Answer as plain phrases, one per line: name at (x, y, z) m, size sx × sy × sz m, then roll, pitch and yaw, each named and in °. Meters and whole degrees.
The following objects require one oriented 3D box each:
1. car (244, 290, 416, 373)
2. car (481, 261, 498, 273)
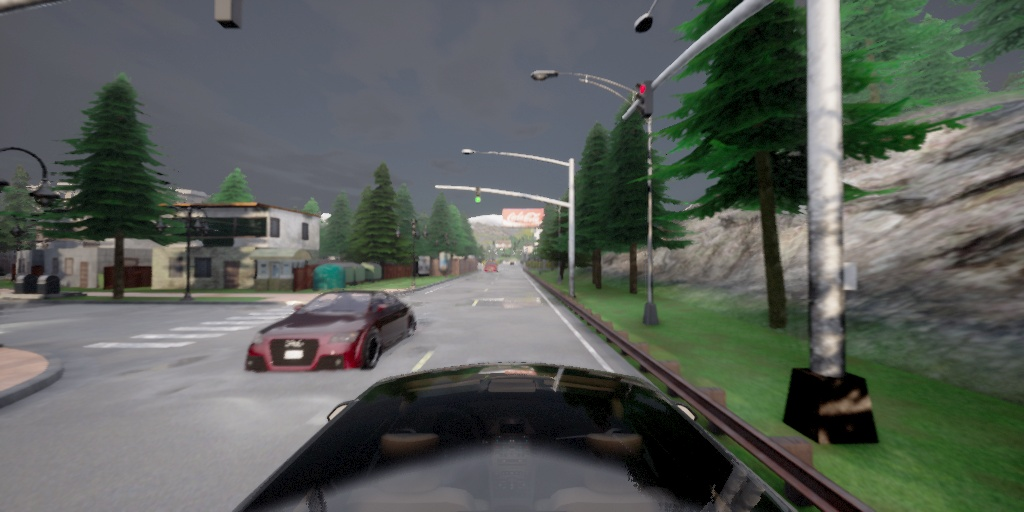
car at (-3.508, 1.441, 7.761) m, size 1.994 × 1.385 × 4.181 m, roll -1°, pitch -1°, yaw 0°
car at (-3.469, 1.835, 59.640) m, size 2.150 × 2.045 × 5.566 m, roll 0°, pitch 1°, yaw 0°
